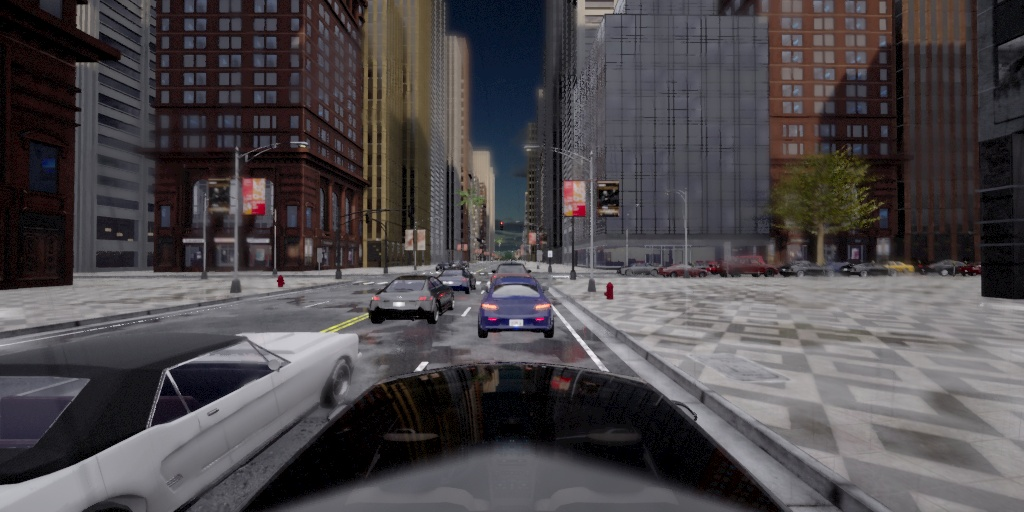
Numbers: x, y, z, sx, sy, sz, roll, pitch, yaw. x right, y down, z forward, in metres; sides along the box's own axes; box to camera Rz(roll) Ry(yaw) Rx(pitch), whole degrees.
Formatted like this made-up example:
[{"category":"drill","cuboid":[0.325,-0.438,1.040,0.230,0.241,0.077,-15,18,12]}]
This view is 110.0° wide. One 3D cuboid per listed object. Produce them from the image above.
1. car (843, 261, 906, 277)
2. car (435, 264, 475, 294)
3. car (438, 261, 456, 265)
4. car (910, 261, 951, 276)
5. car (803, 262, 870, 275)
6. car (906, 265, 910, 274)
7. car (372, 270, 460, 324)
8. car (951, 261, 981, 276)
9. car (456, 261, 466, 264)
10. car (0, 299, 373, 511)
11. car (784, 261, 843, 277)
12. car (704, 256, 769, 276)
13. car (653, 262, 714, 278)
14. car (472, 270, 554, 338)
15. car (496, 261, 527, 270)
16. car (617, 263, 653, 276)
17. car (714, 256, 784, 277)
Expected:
[{"category":"car","cuboid":[32.186,1.258,32.385,4.313,1.339,1.948,0,0,-1]},{"category":"car","cuboid":[-3.177,1.352,20.439,1.994,1.385,4.181,0,0,0]},{"category":"car","cuboid":[-9.914,1.542,52.783,1.994,1.385,4.181,0,0,0]},{"category":"car","cuboid":[42.752,1.204,35.190,4.892,1.490,1.837,0,-1,-1]},{"category":"car","cuboid":[34.446,1.303,38.188,5.357,1.411,2.033,0,-1,-1]},{"category":"car","cuboid":[43.153,1.293,41.097,4.829,1.417,1.751,0,0,-1]},{"category":"car","cuboid":[-3.166,1.326,12.051,1.994,1.385,4.181,0,0,0]},{"category":"car","cuboid":[43.462,1.212,32.577,4.507,1.381,1.888,0,0,-1]},{"category":"car","cuboid":[-9.905,1.542,63.068,2.128,1.511,4.902,0,0,0]},{"category":"car","cuboid":[-3.156,1.351,3.228,1.895,1.301,4.718,0,0,0]},{"category":"car","cuboid":[26.549,1.274,32.290,4.313,1.339,1.948,0,0,-1]},{"category":"car","cuboid":[23.757,1.006,38.025,5.566,2.045,2.150,0,-1,-1]},{"category":"car","cuboid":[15.273,1.325,32.099,4.207,1.307,1.802,0,0,-1]},{"category":"car","cuboid":[0.093,1.284,10.062,1.812,1.442,4.674,0,0,0]},{"category":"car","cuboid":[-0.025,1.134,19.048,2.097,1.767,4.553,0,0,0]},{"category":"car","cuboid":[13.233,1.383,37.841,4.181,1.385,1.994,0,-1,-1]},{"category":"car","cuboid":[20.912,1.039,32.194,5.009,1.841,2.192,0,0,-1]}]
